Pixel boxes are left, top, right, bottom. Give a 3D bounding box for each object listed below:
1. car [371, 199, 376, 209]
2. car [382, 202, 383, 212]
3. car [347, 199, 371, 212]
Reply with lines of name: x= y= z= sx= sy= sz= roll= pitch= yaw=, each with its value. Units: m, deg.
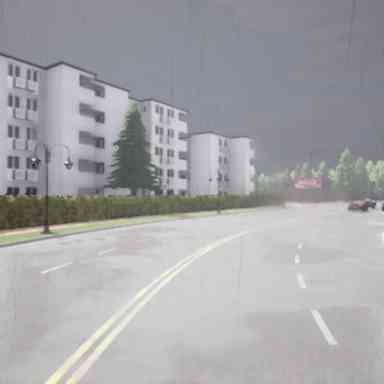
car: x=26.773 y=1.828 z=50.587 sx=1.837 sy=1.490 sz=4.892 roll=0 pitch=0 yaw=35
car: x=26.252 y=1.770 z=43.788 sx=1.882 sy=1.535 sz=5.008 roll=0 pitch=0 yaw=35
car: x=21.492 y=1.796 z=43.119 sx=1.812 sy=1.442 sz=4.674 roll=0 pitch=0 yaw=35
